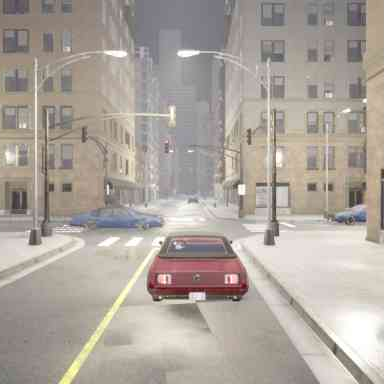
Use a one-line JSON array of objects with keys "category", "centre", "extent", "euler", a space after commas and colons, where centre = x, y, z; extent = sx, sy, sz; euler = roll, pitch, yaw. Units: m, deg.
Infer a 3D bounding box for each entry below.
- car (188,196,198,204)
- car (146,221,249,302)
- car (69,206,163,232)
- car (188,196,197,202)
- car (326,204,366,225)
[{"category": "car", "centre": [0.186, 1.509, 63.241], "extent": [1.812, 1.442, 4.674], "euler": [0, 0, 0]}, {"category": "car", "centre": [0.094, 1.601, 8.238], "extent": [1.895, 1.301, 4.718], "euler": [0, 0, 0]}, {"category": "car", "centre": [-4.357, 1.551, 19.619], "extent": [5.357, 1.411, 2.033], "euler": [0, 0, 0]}, {"category": "car", "centre": [0.109, 1.567, 75.151], "extent": [1.895, 1.301, 4.718], "euler": [0, 0, 0]}, {"category": "car", "centre": [12.201, 1.512, 22.827], "extent": [5.357, 1.411, 2.033], "euler": [0, 0, 3]}]
